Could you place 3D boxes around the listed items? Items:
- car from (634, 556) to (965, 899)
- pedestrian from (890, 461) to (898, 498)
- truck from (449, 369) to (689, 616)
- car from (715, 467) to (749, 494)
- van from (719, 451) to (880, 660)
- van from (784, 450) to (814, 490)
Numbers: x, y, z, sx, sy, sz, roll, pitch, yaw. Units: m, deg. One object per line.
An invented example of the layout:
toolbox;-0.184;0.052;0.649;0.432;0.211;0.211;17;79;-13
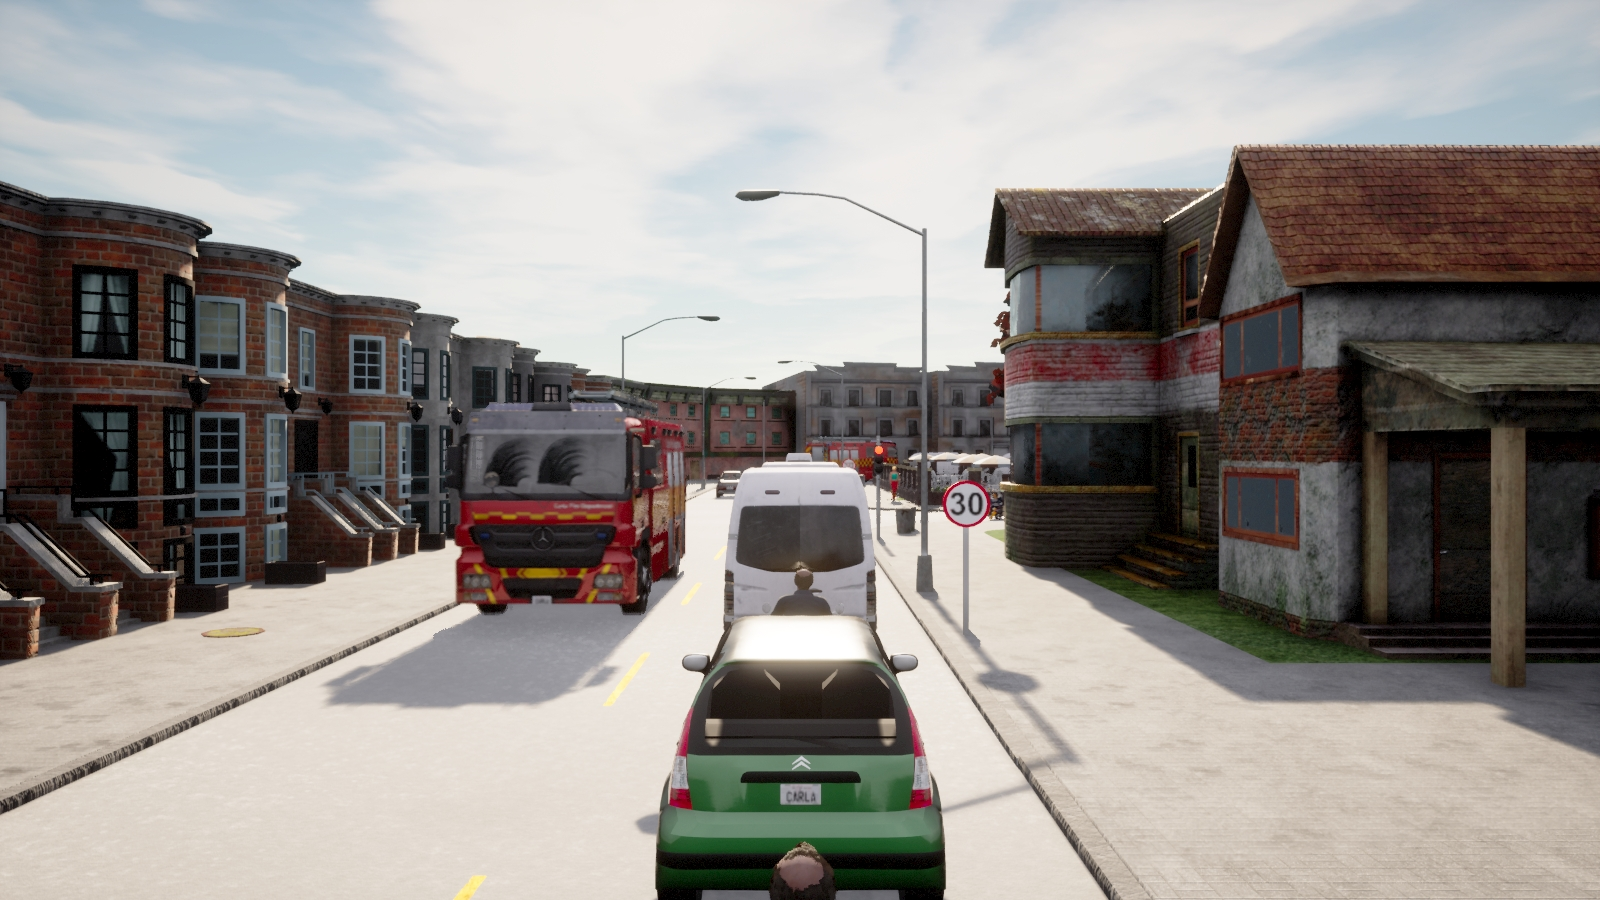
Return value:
car;-0.003;1.776;8.384;1.851;1.617;3.988;0;0;0
pedestrian;4.767;1.494;58.036;0.375;1.860;0.375;0;0;0
truck;-4.003;0.662;21.974;2.891;3.827;8.468;0;0;0
car;-4.014;1.781;67.520;1.789;1.549;3.705;0;0;0
van;-0.006;1.308;17.043;1.988;2.561;5.915;0;0;0
van;-0.059;1.286;76.777;1.988;2.561;5.915;0;0;0
